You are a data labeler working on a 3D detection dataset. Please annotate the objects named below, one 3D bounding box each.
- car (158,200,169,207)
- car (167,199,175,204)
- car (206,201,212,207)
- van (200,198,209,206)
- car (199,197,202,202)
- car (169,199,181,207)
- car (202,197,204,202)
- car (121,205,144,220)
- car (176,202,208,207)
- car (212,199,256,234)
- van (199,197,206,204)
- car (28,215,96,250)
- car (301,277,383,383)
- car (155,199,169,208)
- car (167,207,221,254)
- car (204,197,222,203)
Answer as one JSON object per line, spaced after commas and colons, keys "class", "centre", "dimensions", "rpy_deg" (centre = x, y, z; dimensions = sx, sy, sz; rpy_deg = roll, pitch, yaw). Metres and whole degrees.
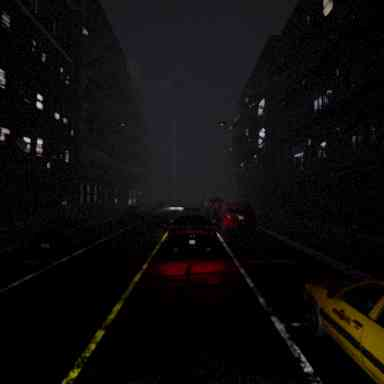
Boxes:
{"class": "car", "centre": [-5.672, 2.309, 66.217], "dimensions": [1.802, 1.307, 4.206], "rpy_deg": [0, -1, 0]}
{"class": "car", "centre": [-5.666, 2.529, 88.945], "dimensions": [1.887, 1.381, 4.507], "rpy_deg": [0, -1, 0]}
{"class": "car", "centre": [2.701, 1.900, 32.126], "dimensions": [2.008, 1.369, 4.403], "rpy_deg": [0, -1, 0]}
{"class": "van", "centre": [2.711, 2.132, 71.902], "dimensions": [1.690, 1.788, 3.998], "rpy_deg": [0, -1, 0]}
{"class": "car", "centre": [2.709, 2.042, 66.221], "dimensions": [2.192, 1.841, 5.009], "rpy_deg": [0, -1, 0]}
{"class": "car", "centre": [-3.010, 2.204, 64.547], "dimensions": [2.128, 1.511, 4.902], "rpy_deg": [0, -1, 1]}
{"class": "car", "centre": [3.119, 1.801, 52.394], "dimensions": [2.150, 2.045, 5.566], "rpy_deg": [0, -1, 0]}
{"class": "car", "centre": [-5.679, 1.931, 32.125], "dimensions": [1.802, 1.307, 4.206], "rpy_deg": [0, -1, 0]}
{"class": "car", "centre": [0.014, 1.847, 27.510], "dimensions": [2.033, 1.411, 5.357], "rpy_deg": [0, -1, 0]}
{"class": "car", "centre": [2.699, 1.541, 20.764], "dimensions": [2.192, 1.841, 5.009], "rpy_deg": [0, -1, 0]}
{"class": "van", "centre": [2.715, 2.325, 88.948], "dimensions": [1.690, 1.788, 3.998], "rpy_deg": [0, -1, 0]}
{"class": "car", "centre": [-5.684, 1.730, 15.078], "dimensions": [1.947, 1.339, 4.313], "rpy_deg": [0, -1, 0]}
{"class": "car", "centre": [2.695, 1.569, 3.885], "dimensions": [1.752, 1.417, 4.829], "rpy_deg": [0, -1, 0]}
{"class": "car", "centre": [-5.672, 2.208, 60.535], "dimensions": [1.887, 1.381, 4.507], "rpy_deg": [0, -1, 0]}
{"class": "car", "centre": [0.028, 1.632, 14.241], "dimensions": [1.882, 1.535, 5.008], "rpy_deg": [0, 0, 0]}
{"class": "car", "centre": [3.118, 1.724, 45.395], "dimensions": [2.150, 2.045, 5.566], "rpy_deg": [0, -1, 0]}
